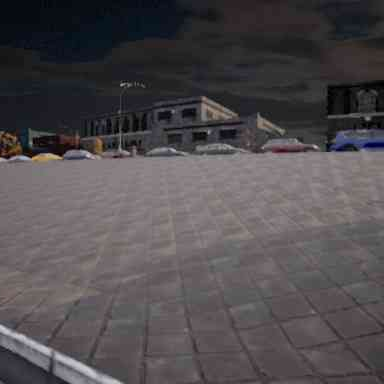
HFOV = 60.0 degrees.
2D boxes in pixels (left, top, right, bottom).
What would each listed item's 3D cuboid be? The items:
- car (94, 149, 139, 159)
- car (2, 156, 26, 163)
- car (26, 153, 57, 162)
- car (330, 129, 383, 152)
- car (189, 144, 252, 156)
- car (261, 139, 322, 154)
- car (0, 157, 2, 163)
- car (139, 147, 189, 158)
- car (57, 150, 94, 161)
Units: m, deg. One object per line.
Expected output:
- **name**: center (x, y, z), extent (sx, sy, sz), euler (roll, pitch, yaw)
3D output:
- **car**: center (-7.029, -3.542, 33.488), extent (4.792, 1.488, 2.163), euler (1, 1, 29)
- **car**: center (-21.490, -3.848, 42.030), extent (4.674, 1.452, 2.002), euler (1, 1, 33)
- **car**: center (-16.777, -3.784, 39.102), extent (5.008, 1.535, 2.097), euler (1, 1, 32)
- **car**: center (12.850, -3.342, 23.645), extent (5.566, 2.045, 2.435), euler (2, 1, 25)
- **car**: center (2.667, -3.363, 28.424), extent (4.892, 1.521, 2.231), euler (1, 1, 27)
- **car**: center (7.749, -3.364, 25.983), extent (4.553, 1.767, 2.185), euler (1, 1, 26)
- **car**: center (-26.137, -3.988, 45.058), extent (4.892, 1.521, 2.231), euler (1, 1, 34)
- **car**: center (-2.165, -3.428, 30.882), extent (4.674, 1.452, 2.002), euler (1, 1, 28)
- **car**: center (-12.022, -3.805, 36.287), extent (4.553, 1.767, 2.185), euler (1, 1, 31)
